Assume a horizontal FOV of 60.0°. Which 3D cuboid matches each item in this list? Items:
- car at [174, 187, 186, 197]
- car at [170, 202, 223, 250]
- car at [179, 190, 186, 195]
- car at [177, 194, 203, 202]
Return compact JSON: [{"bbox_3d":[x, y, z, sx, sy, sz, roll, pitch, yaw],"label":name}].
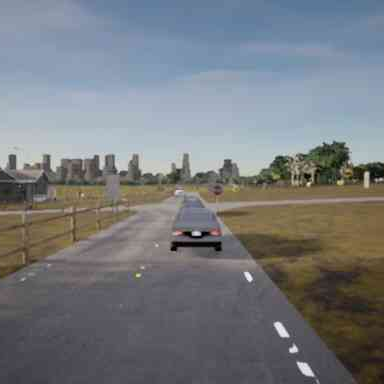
[{"bbox_3d":[-2.506,0.056,71.067,2.150,2.045,5.566,0,1,0],"label":"car"},{"bbox_3d":[0.144,1.319,13.014,2.033,1.411,5.357,0,1,0],"label":"car"},{"bbox_3d":[-2.452,0.132,86.645,1.812,1.442,4.674,0,1,0],"label":"car"},{"bbox_3d":[-0.009,1.103,26.949,1.994,1.385,4.181,0,1,-1],"label":"car"}]
